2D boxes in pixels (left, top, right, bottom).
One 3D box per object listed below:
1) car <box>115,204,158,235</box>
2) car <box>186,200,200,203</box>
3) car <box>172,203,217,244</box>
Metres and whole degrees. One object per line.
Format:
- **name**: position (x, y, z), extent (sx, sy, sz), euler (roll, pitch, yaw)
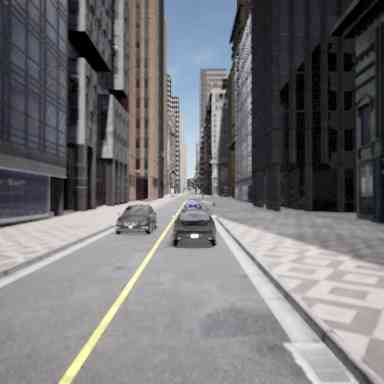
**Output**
- **car**: position (-3.066, 1.503, 19.082), extent (1.837, 1.490, 4.892), euler (0, 0, 0)
- **car**: position (0.117, 1.577, 38.164), extent (1.895, 1.301, 4.718), euler (0, 0, 0)
- **car**: position (0.107, 1.504, 15.685), extent (1.837, 1.490, 4.892), euler (0, 0, 0)
